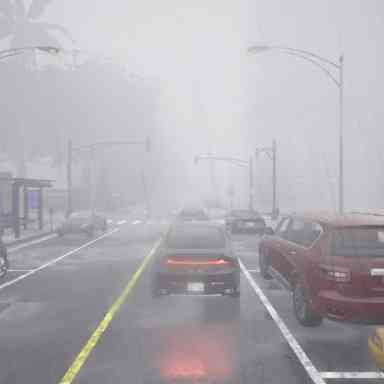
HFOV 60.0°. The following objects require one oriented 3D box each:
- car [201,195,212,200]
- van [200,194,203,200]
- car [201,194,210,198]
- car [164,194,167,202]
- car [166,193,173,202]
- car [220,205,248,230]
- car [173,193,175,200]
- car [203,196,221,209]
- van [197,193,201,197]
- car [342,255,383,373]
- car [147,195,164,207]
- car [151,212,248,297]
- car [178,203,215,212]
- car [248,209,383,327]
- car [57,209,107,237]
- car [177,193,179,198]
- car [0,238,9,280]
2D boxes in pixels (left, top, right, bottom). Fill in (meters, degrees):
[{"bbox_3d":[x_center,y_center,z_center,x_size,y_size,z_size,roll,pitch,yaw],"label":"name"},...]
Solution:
[{"bbox_3d":[2.820,1.541,49.668,1.947,1.339,4.313,0,0,0],"label":"car"},{"bbox_3d":[2.832,1.306,60.509,1.690,1.788,3.998,0,0,0],"label":"van"},{"bbox_3d":[2.827,1.496,55.259,1.752,1.417,4.829,0,0,0],"label":"car"},{"bbox_3d":[-5.699,1.410,55.118,1.967,1.590,4.097,0,0,0],"label":"car"},{"bbox_3d":[-5.680,1.392,71.379,1.967,1.590,4.097,0,0,0],"label":"car"},{"bbox_3d":[2.781,1.561,17.811,1.947,1.339,4.313,0,0,0],"label":"car"},{"bbox_3d":[-5.674,1.259,76.800,2.192,1.841,5.009,0,0,0],"label":"car"},{"bbox_3d":[2.813,1.545,44.248,1.947,1.339,4.313,0,0,0],"label":"car"},{"bbox_3d":[2.859,1.278,82.190,1.690,1.788,3.998,0,0,0],"label":"van"},{"bbox_3d":[2.762,1.525,1.705,1.752,1.417,4.829,0,0,0],"label":"car"},{"bbox_3d":[-5.706,1.526,49.698,2.008,1.369,4.403,0,0,0],"label":"car"},{"bbox_3d":[0.086,1.503,8.542,1.837,1.490,4.892,0,0,0],"label":"car"},{"bbox_3d":[0.024,1.559,18.571,1.994,1.385,4.181,0,0,0],"label":"car"},{"bbox_3d":[2.767,1.314,6.960,2.192,1.841,5.009,0,0,0],"label":"car"},{"bbox_3d":[-5.744,1.577,17.839,1.802,1.307,4.206,0,0,0],"label":"car"},{"bbox_3d":[-5.654,1.234,93.061,2.192,1.841,5.009,0,0,0],"label":"car"},{"bbox_3d":[-5.758,1.439,6.987,1.967,1.590,4.097,0,0,0],"label":"car"}]
